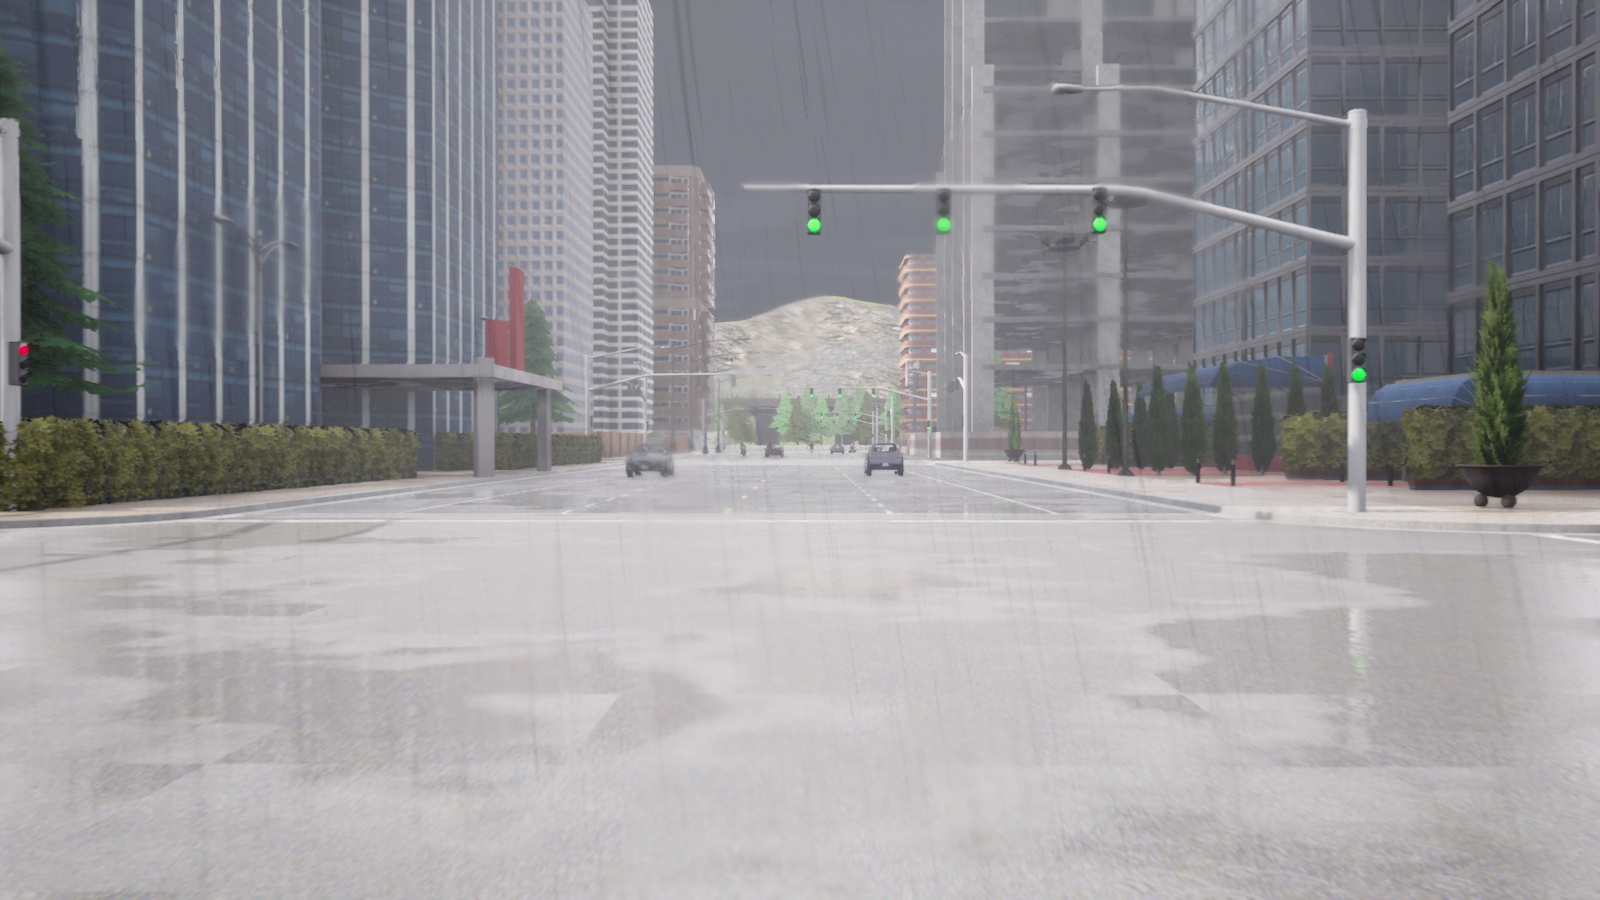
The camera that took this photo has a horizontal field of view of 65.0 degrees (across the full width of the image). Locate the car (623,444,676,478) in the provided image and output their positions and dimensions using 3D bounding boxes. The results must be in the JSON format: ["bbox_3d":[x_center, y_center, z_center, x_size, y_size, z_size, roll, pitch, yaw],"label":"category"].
[{"bbox_3d":[-6.666,0.450,55.965,1.816,1.474,4.193,0,0,0],"label":"car"}]

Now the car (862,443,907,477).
[{"bbox_3d":[3.845,0.448,57.891,1.845,1.501,3.633,0,0,0],"label":"car"}]
